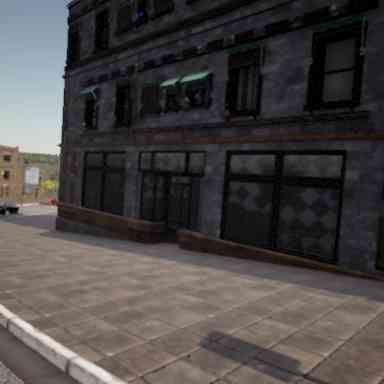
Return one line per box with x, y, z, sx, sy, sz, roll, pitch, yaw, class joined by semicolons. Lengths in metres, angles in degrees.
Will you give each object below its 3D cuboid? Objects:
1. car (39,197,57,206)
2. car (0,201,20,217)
-25.986;1.663;60.045;1.882;1.535;5.008;4;0;-5;car
-19.886;1.719;35.141;1.882;1.535;5.008;4;-1;-9;car
